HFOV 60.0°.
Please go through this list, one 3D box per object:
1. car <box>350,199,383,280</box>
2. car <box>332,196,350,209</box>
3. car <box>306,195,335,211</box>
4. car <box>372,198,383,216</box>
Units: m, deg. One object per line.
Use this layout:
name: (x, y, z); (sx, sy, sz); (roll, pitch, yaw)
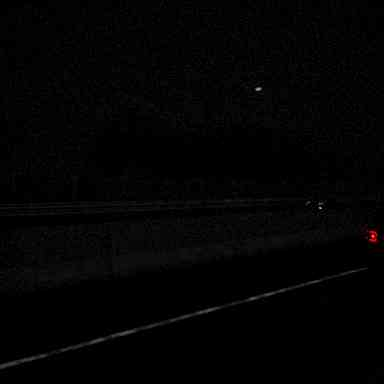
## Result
car: (6.608, 1.161, 8.454); (5.566, 2.045, 2.150); (0, 0, -35)
car: (16.675, 1.360, 33.059); (5.357, 1.411, 2.033); (0, 0, -35)
car: (14.221, 1.168, 35.603); (4.553, 1.767, 2.097); (0, 0, -35)
car: (18.471, 1.292, 30.038); (5.008, 1.535, 1.882); (0, 0, -35)
